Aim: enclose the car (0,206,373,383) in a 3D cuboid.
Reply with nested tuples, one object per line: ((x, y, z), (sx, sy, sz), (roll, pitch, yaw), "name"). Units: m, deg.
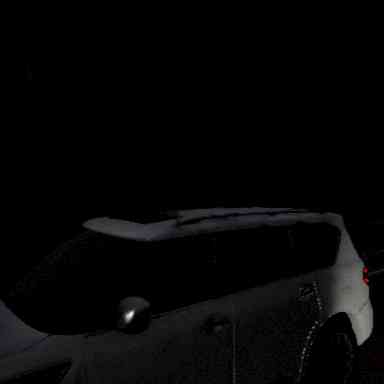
((-0.341, 1.221, 3.462), (5.566, 2.045, 2.150), (0, 0, -35), "car")
